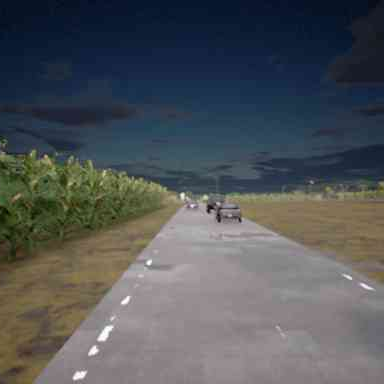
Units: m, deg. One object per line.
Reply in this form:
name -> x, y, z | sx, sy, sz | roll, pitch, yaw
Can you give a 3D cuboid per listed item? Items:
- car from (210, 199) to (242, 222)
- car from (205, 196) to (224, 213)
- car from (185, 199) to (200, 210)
car -> 2.832, 1.569, 26.753 | 2.128, 1.511, 4.902 | 0, -1, 0
car -> 2.835, 1.436, 39.809 | 2.150, 2.045, 5.566 | 0, 0, 1
car -> 0.074, 1.787, 47.779 | 2.128, 1.511, 4.902 | 0, -1, 0
